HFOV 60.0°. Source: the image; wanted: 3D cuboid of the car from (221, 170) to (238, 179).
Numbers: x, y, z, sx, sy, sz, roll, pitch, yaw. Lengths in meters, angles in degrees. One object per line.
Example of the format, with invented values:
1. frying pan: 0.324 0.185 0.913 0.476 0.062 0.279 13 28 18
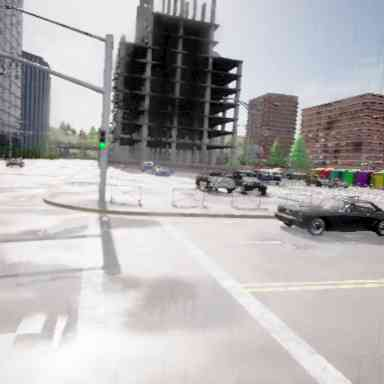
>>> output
1. car: 6.920 -3.275 61.448 1.784 1.438 3.905 3 5 -16

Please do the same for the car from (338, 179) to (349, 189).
1. car: 21.595 -1.344 49.956 1.784 1.438 3.905 3 5 -16

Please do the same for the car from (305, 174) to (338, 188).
1. car: 18.804 -1.683 49.225 1.932 1.855 4.605 3 5 -16

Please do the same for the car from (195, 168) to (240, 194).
1. car: 1.748 -0.947 26.399 1.932 1.855 4.605 3 5 -16

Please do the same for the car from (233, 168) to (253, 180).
1. car: 9.504 -3.375 62.198 1.932 1.855 4.605 3 5 -16

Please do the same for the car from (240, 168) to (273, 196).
1. car: 4.548 -0.816 27.122 1.905 1.878 3.866 3 5 -16

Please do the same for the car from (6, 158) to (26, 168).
1. car: -26.981 -4.499 51.157 1.994 1.385 4.181 3 5 -15

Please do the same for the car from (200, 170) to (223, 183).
1. car: 2.547 -2.152 44.634 1.970 1.475 3.806 3 5 -16

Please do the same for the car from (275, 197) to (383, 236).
1. car: 5.653 0.882 12.826 4.718 1.301 1.895 3 5 -15

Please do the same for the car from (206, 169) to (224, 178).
1. car: 4.131 -3.366 60.677 1.970 1.475 3.806 3 5 -16
